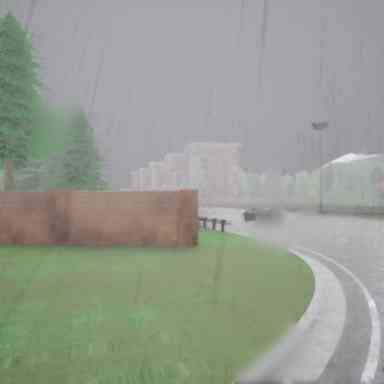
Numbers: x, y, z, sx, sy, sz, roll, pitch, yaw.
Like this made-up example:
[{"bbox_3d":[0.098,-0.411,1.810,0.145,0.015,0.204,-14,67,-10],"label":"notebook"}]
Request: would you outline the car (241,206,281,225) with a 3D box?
[{"bbox_3d":[6.053,2.042,29.481,1.837,1.490,4.892,1,-1,-17],"label":"car"}]
